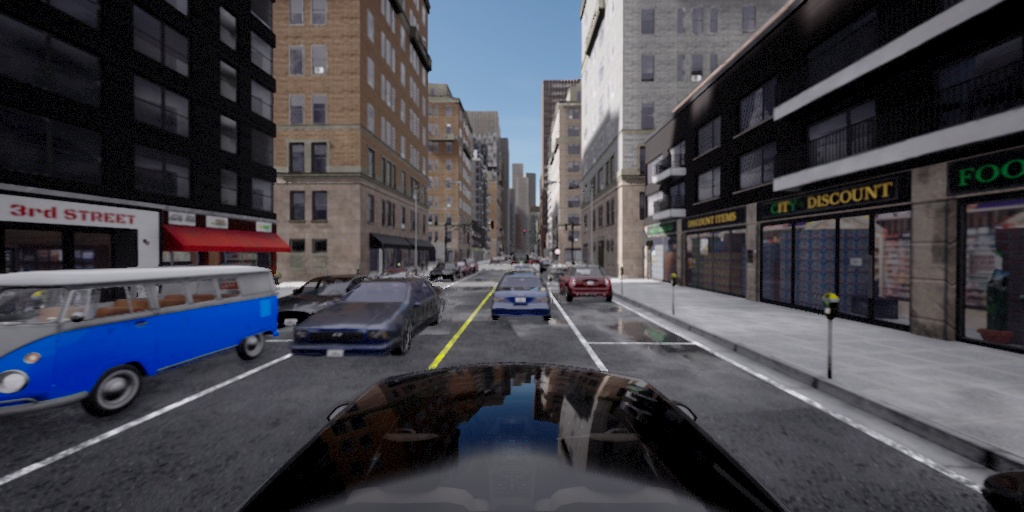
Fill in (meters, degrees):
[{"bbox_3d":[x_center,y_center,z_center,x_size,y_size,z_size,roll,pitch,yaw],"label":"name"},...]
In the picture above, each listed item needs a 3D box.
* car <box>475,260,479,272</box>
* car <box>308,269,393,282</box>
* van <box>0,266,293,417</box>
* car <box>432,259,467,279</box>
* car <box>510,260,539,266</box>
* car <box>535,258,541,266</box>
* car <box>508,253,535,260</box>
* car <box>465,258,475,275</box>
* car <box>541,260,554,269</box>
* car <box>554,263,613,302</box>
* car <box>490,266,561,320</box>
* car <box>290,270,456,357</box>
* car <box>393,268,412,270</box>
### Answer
[{"bbox_3d":[-4.714,0.964,38.620,1.967,1.591,4.097,0,0,2],"label":"car"},{"bbox_3d":[-5.453,1.254,11.124,1.948,1.339,4.313,0,0,2],"label":"car"},{"bbox_3d":[-5.601,1.063,5.625,1.690,1.789,3.998,0,0,2],"label":"van"},{"bbox_3d":[-5.009,1.155,27.622,1.948,1.339,4.313,0,0,2],"label":"car"},{"bbox_3d":[0.710,1.204,25.646,1.895,1.301,4.718,0,0,1],"label":"car"},{"bbox_3d":[3.809,1.095,38.391,1.948,1.339,4.313,0,0,2],"label":"car"},{"bbox_3d":[0.929,0.757,37.202,2.150,2.045,5.566,0,0,1],"label":"car"},{"bbox_3d":[-4.862,1.138,33.121,1.802,1.307,4.207,0,0,2],"label":"car"},{"bbox_3d":[3.513,1.145,27.393,2.007,1.370,4.403,0,0,2],"label":"car"},{"bbox_3d":[3.218,1.100,16.394,1.967,1.591,4.097,0,0,2],"label":"car"},{"bbox_3d":[0.340,1.232,12.317,2.033,1.411,5.357,0,0,3],"label":"car"},{"bbox_3d":[-2.945,1.252,8.767,2.033,1.411,5.357,0,0,1],"label":"car"},{"bbox_3d":[-5.305,1.237,16.624,1.802,1.307,4.207,0,0,2],"label":"car"}]
